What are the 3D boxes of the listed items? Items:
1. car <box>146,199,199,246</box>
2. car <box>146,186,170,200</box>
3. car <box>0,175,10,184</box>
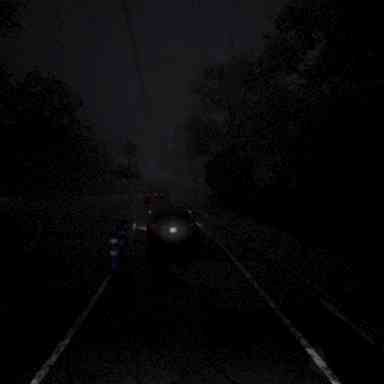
[{"bbox_3d":[-0.896,1.262,13.982,1.994,1.385,4.181,-1,2,-7],"label":"car"},{"bbox_3d":[-3.250,0.096,32.260,2.033,1.411,5.357,0,4,1],"label":"car"},{"bbox_3d":[-37.075,-2.449,63.003,2.097,1.767,4.553,2,4,30],"label":"car"}]
